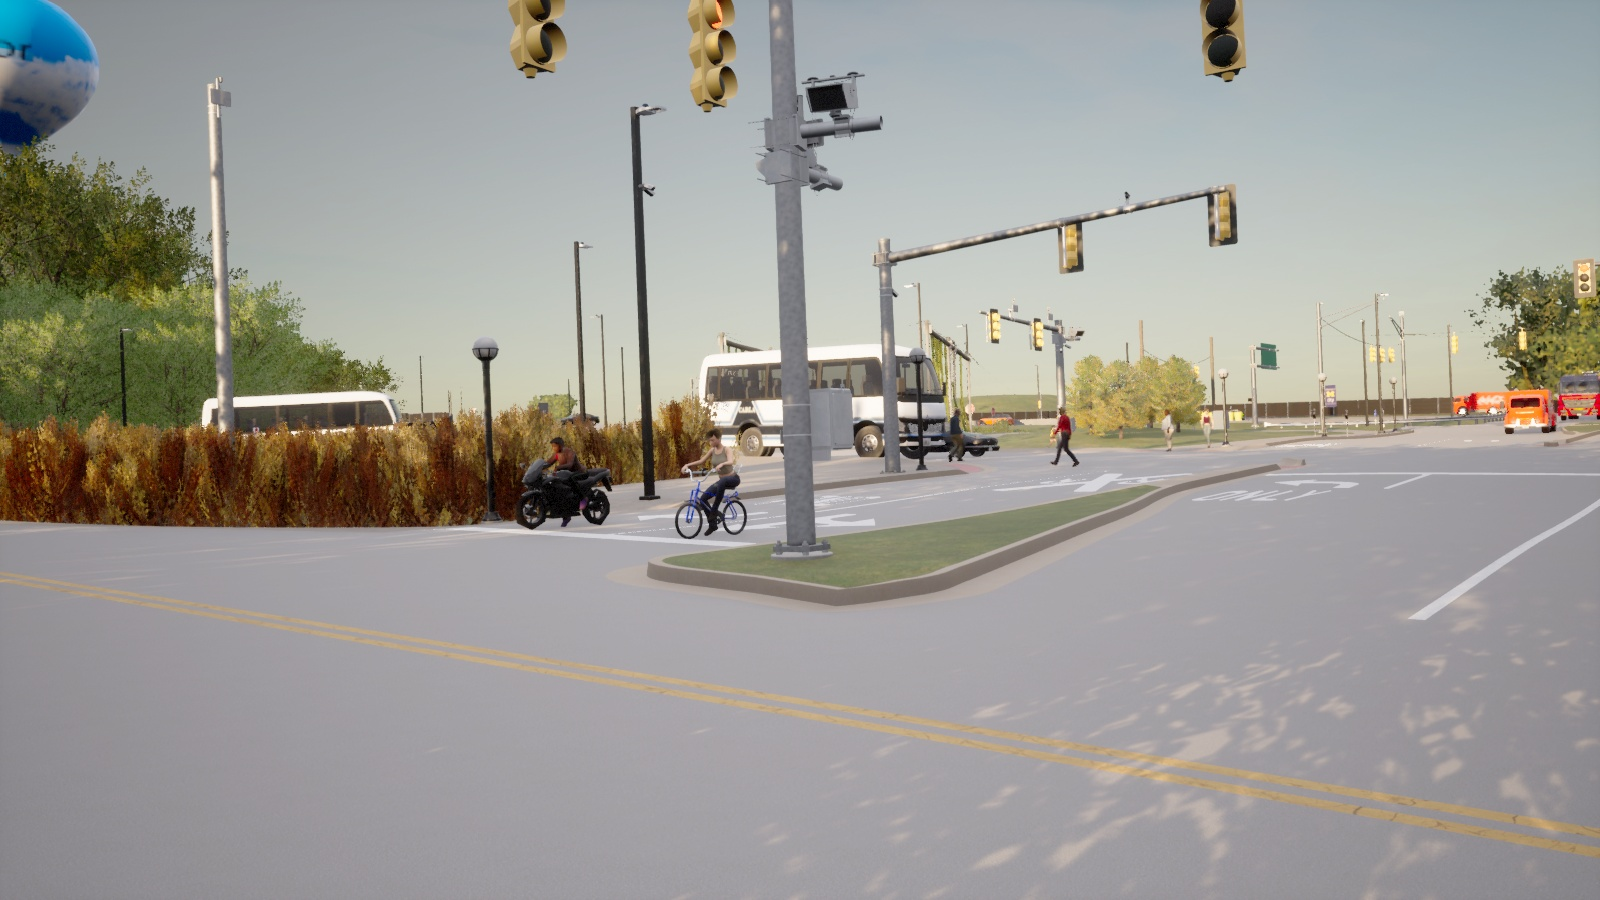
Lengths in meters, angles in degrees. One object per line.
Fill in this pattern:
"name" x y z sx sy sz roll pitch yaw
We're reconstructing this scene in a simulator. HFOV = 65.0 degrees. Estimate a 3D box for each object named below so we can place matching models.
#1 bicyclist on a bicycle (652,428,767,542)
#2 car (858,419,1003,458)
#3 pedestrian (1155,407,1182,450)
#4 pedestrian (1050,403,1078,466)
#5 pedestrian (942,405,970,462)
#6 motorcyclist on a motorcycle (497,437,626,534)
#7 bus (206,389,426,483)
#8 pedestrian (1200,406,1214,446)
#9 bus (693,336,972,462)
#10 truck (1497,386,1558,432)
"bicyclist on a bicycle" -1.329 0.497 18.664 0.866 1.612 1.509 -1 0 41
"car" 5.066 -0.437 49.106 5.357 1.411 2.033 0 1 37
"pedestrian" 16.113 -0.936 54.907 0.900 1.855 0.874 -3 0 27
"pedestrian" 7.795 -0.449 37.096 0.636 1.846 0.331 -3 0 42
"pedestrian" 5.123 -0.547 41.334 0.726 1.842 0.402 -2 0 -27
"motorcyclist on a motorcycle" -3.959 0.559 20.983 0.797 1.523 2.044 -1 0 39
"bus" -25.567 -0.790 67.075 10.273 4.253 3.944 -4 1 -13
"pedestrian" 18.830 -1.107 58.090 0.345 1.836 0.594 -3 0 37
"bus" 1.024 -1.756 47.453 10.273 4.253 3.944 0 1 41
"truck" 41.646 -2.365 71.831 2.627 2.467 5.204 -2 1 34
